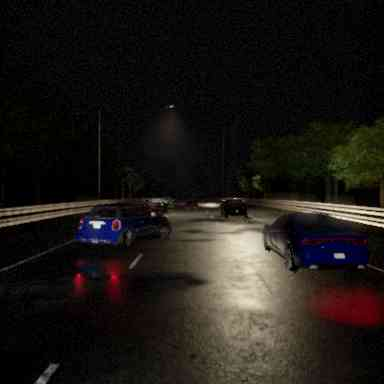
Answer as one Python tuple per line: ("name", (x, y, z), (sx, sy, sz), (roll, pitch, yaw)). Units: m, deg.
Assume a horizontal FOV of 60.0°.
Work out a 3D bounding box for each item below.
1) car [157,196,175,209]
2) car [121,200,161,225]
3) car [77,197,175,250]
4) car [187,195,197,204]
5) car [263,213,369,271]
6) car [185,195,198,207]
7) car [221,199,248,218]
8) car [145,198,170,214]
("car", (-3.528, 1.409, 45.989), (2.097, 1.767, 4.553), (0, -1, 0))
("car", (-3.514, 1.404, 24.042), (2.163, 1.488, 4.792), (0, 0, 0))
("car", (-2.693, 1.256, 14.143), (2.097, 1.767, 4.553), (0, 0, 21))
("car", (-0.046, 1.778, 77.768), (2.150, 2.045, 5.566), (0, -1, 0))
("car", (3.595, 1.395, 10.578), (1.882, 1.535, 5.008), (0, 0, 0))
("car", (-0.028, 1.684, 54.680), (1.812, 1.442, 4.674), (0, -1, 0))
("car", (3.585, 1.395, 28.923), (1.882, 1.535, 5.008), (0, 0, 0))
("car", (-3.520, 1.450, 35.016), (2.128, 1.511, 4.902), (0, 0, 0))
